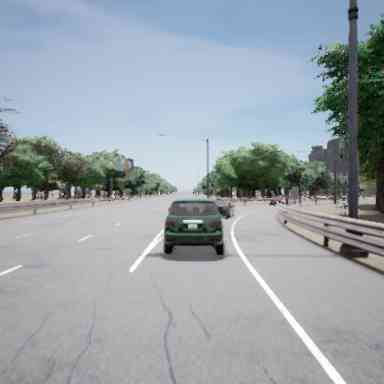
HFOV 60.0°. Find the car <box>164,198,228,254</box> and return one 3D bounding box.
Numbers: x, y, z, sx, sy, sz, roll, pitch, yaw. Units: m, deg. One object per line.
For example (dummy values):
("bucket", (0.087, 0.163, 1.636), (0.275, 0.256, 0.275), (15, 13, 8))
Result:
("car", (0.183, 1.242, 13.798), (2.150, 2.045, 5.566), (0, 0, 3))

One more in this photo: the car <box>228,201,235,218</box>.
("car", (2.805, 1.550, 30.674), (1.837, 1.490, 4.892), (-1, 0, 14))

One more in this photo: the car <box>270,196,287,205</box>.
("car", (15.325, 1.412, 58.023), (2.097, 1.767, 4.553), (0, 0, 35))
